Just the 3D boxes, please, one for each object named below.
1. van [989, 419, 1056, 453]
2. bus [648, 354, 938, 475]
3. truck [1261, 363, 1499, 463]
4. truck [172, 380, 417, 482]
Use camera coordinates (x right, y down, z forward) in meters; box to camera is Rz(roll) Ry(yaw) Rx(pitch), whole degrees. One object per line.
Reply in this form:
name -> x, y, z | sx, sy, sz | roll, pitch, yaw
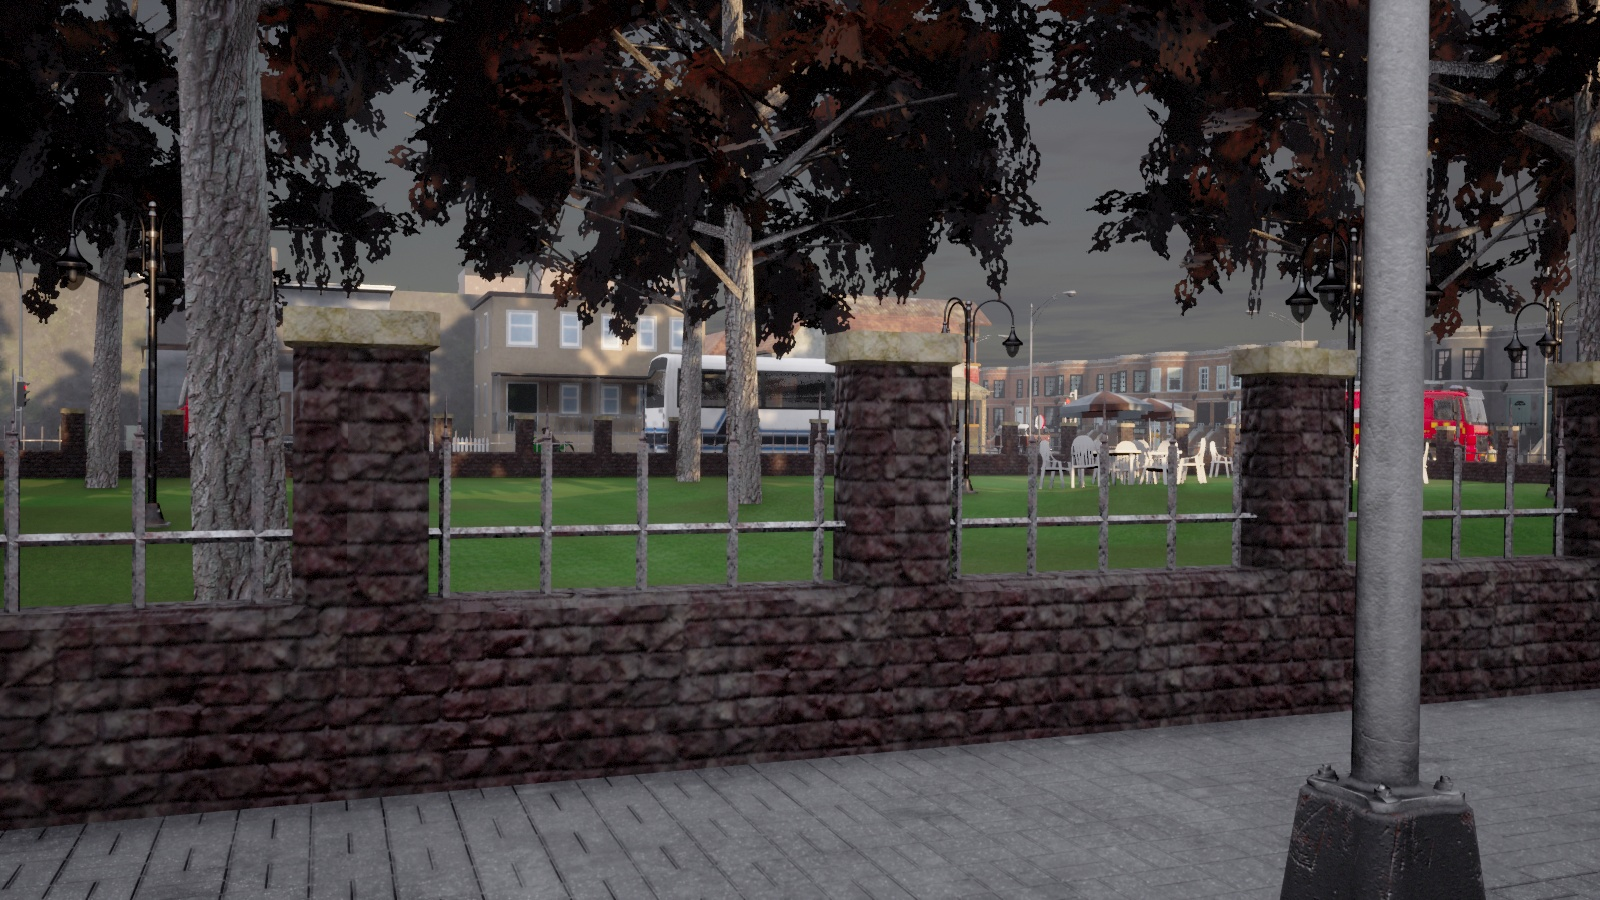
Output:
van -> 13.800, -0.897, 78.038 | 2.069, 2.038, 4.480 | -1, 1, -21
bus -> -0.267, -1.353, 47.780 | 10.273, 4.253, 3.944 | -1, 1, -21
truck -> 23.833, -1.469, 51.938 | 8.468, 3.827, 2.891 | 0, 1, 40
truck -> -18.068, -0.726, 45.333 | 7.936, 3.462, 2.891 | -1, 1, -20
